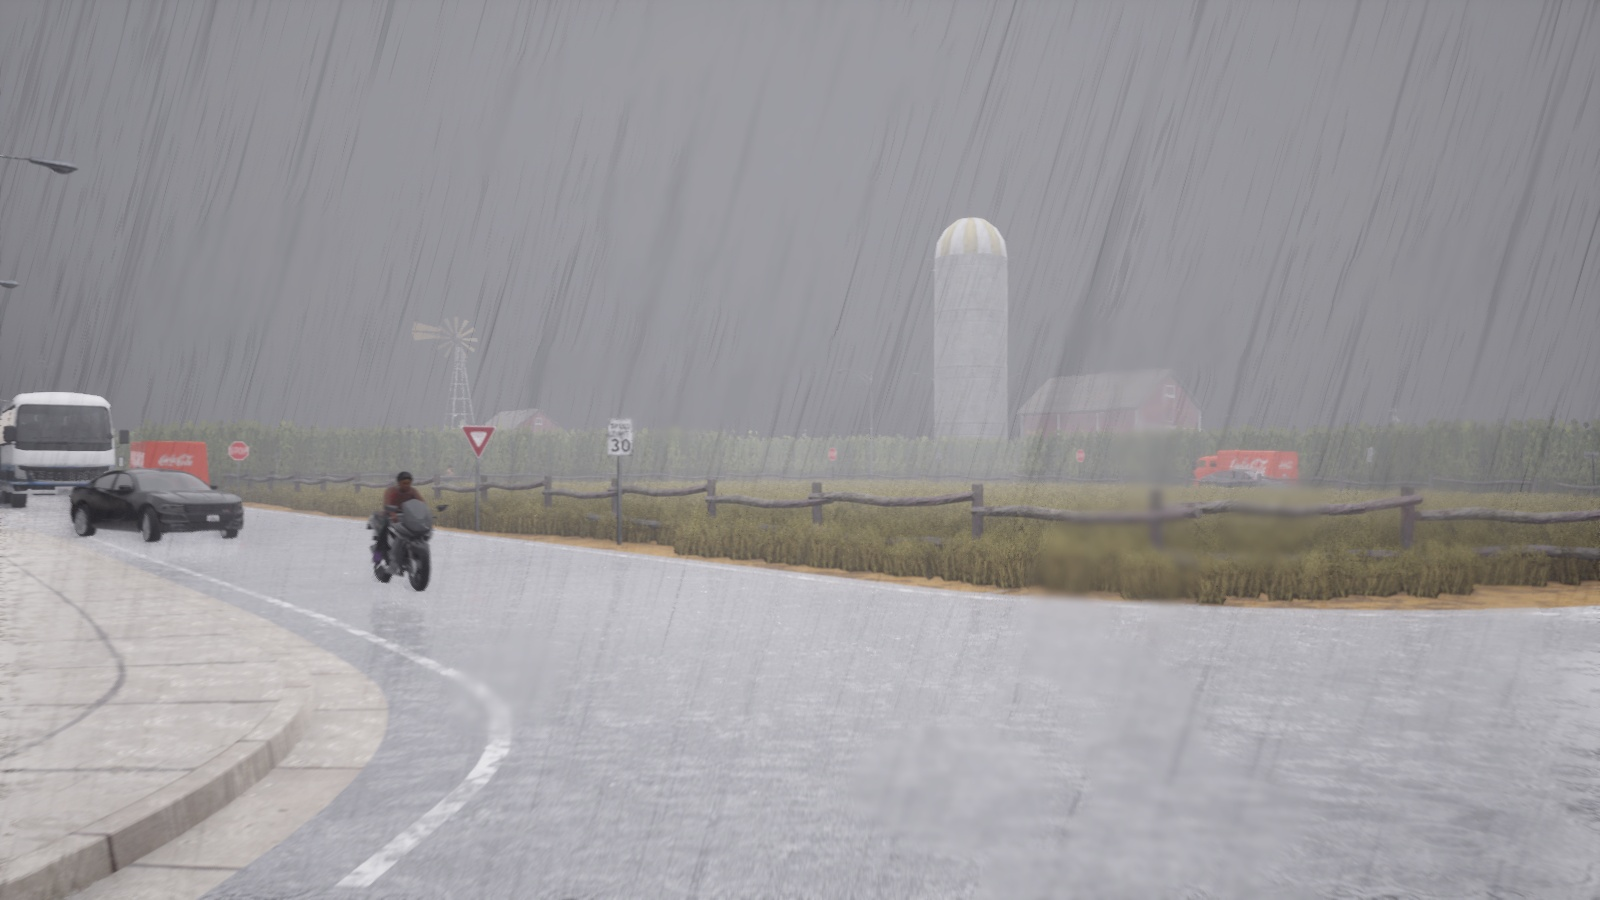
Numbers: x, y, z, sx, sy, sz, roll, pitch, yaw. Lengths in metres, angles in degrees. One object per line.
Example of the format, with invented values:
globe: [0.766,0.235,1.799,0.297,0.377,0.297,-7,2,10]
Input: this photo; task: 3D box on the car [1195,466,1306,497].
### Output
car: [22.363,1.541,62.478,2.163,1.488,4.792,0,-1,-36]

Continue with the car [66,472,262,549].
car: [-13.912,1.250,27.335,5.008,1.535,1.882,-1,-1,38]

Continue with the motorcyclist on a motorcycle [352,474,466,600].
motorcyclist on a motorcycle: [-5.127,1.078,16.385,0.797,1.523,2.044,0,-1,-36]

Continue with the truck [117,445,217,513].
truck: [-24.665,1.105,48.838,2.627,2.467,5.204,0,-1,-36]

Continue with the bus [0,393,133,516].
bus: [-28.676,0.228,48.452,3.944,4.253,10.273,0,-1,-35]

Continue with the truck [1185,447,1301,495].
truck: [23.375,1.087,66.367,2.627,2.467,5.204,0,-1,-36]
